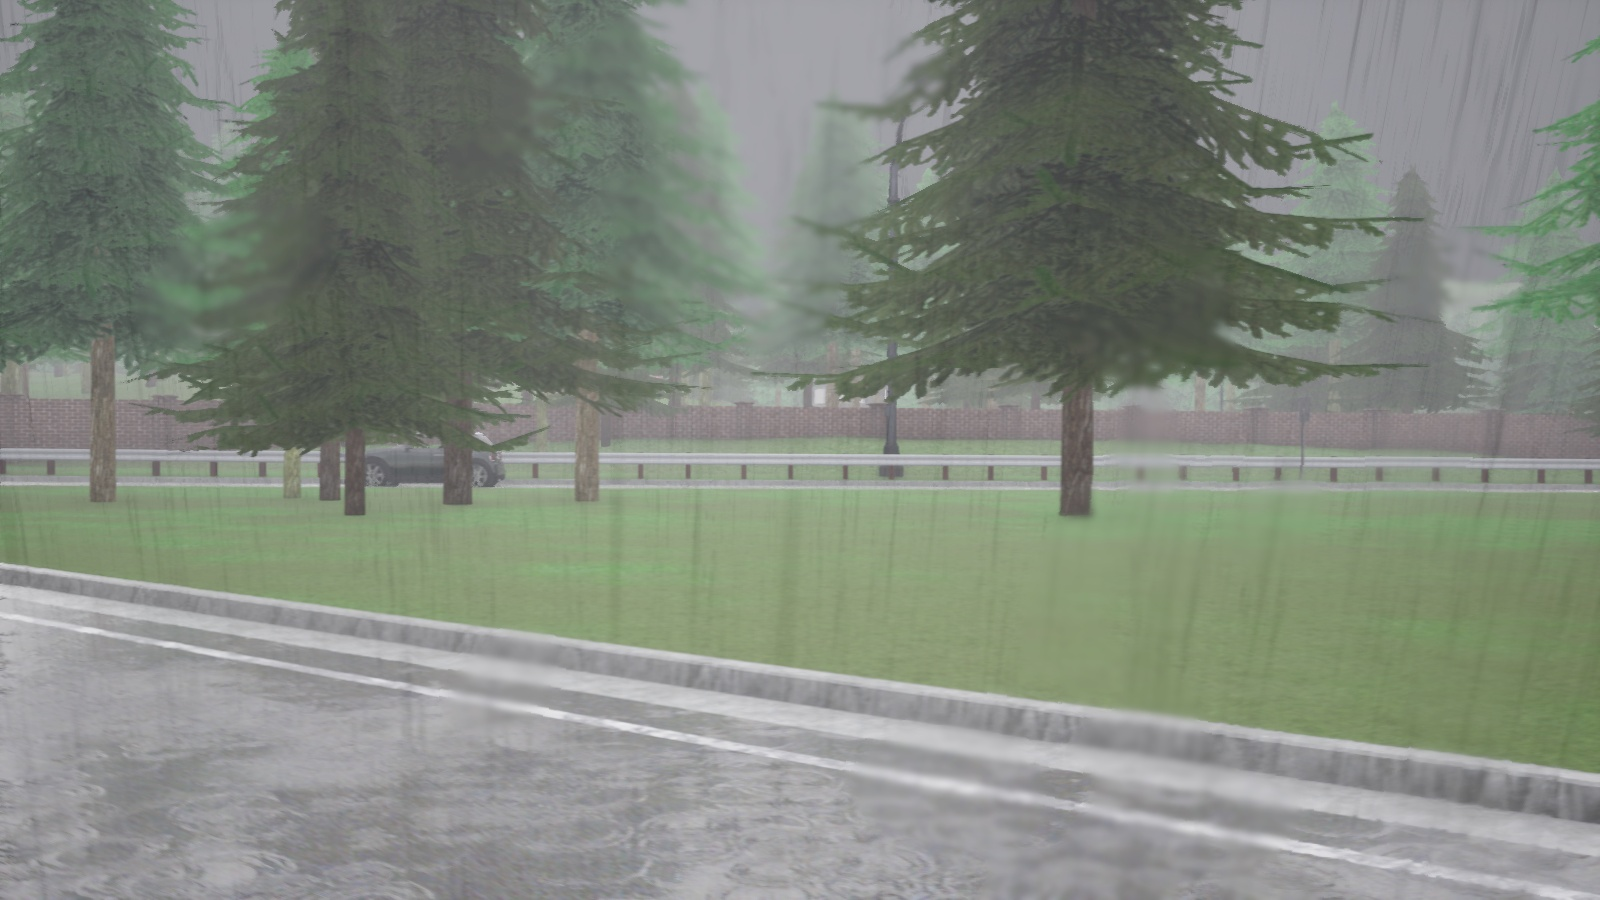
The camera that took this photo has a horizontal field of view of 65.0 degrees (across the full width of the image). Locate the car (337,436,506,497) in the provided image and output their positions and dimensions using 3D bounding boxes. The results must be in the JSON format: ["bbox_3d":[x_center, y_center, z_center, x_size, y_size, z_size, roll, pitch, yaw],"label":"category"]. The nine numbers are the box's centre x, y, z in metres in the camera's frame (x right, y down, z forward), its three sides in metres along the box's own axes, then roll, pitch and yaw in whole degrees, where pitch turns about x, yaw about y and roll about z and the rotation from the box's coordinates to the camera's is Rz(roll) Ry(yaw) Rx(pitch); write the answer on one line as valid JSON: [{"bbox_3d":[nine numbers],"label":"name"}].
[{"bbox_3d":[-9.611,0.386,32.169,3.806,1.475,1.970,-1,1,-5],"label":"car"}]
